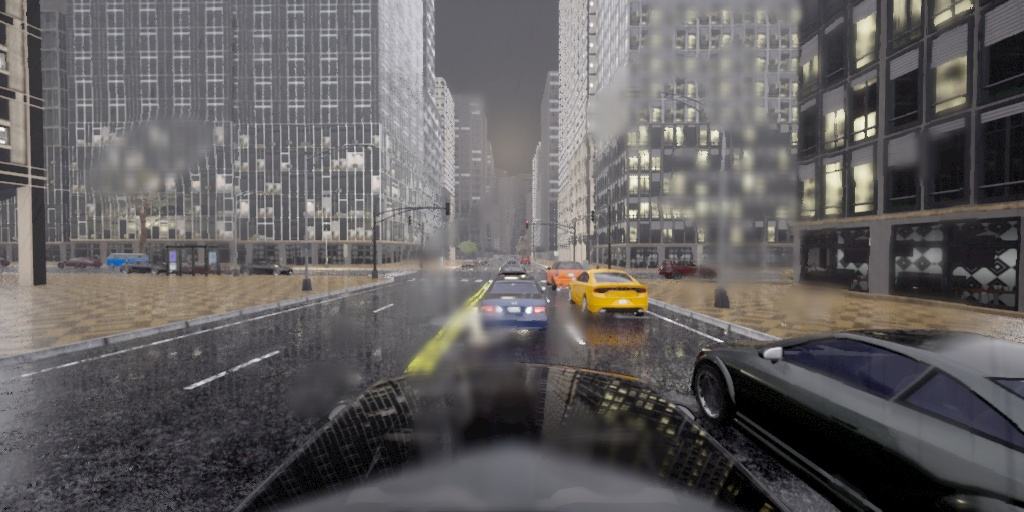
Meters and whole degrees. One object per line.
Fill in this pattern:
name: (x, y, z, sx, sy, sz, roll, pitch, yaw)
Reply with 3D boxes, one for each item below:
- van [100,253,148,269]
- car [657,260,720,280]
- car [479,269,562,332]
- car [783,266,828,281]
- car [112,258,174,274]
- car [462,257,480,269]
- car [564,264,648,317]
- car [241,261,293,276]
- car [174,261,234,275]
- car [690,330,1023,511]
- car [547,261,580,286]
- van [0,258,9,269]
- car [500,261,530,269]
van: (-45.364, 0.590, 42.317, 3.998, 1.789, 1.690, 0, 0, 1)
car: (16.134, 1.257, 32.941, 5.009, 1.841, 2.192, 0, 0, 1)
car: (0.084, 1.291, 10.827, 2.033, 1.411, 5.357, 0, 0, 1)
car: (27.583, 1.567, 32.766, 4.829, 1.417, 1.751, 0, 0, 1)
car: (-34.157, 1.058, 33.678, 4.313, 1.339, 1.948, 0, 0, 1)
car: (-6.690, 1.257, 56.336, 1.994, 1.385, 4.181, 0, 0, 0)
car: (3.328, 1.219, 13.233, 1.882, 1.535, 5.008, 0, 0, 0)
car: (-22.791, 1.162, 33.393, 4.313, 1.339, 1.948, 0, 0, 1)
car: (-28.476, 1.126, 33.516, 4.207, 1.307, 1.802, 0, 0, 1)
car: (3.344, 1.313, 3.039, 1.994, 1.385, 4.181, 0, 0, 0)
car: (3.311, 1.085, 22.238, 2.097, 1.767, 4.553, 0, 0, 0)
van: (-51.202, 0.675, 34.044, 3.998, 1.789, 1.690, 0, 0, 1)
car: (0.065, 1.225, 20.579, 2.128, 1.511, 4.902, 0, 0, 0)
